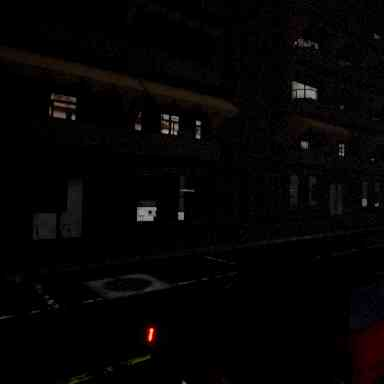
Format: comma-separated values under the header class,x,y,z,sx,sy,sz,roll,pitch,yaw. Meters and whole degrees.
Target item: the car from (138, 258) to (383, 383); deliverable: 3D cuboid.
class,x,y,z,sx,sy,sz,roll,pitch,yaw
car,1.801,1.603,4.447,4.718,1.301,1.895,0,0,-35
